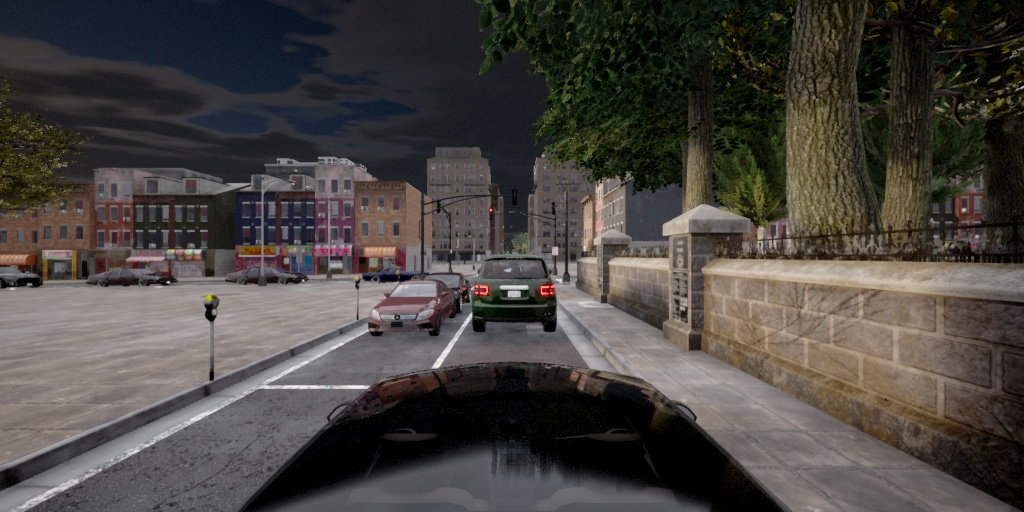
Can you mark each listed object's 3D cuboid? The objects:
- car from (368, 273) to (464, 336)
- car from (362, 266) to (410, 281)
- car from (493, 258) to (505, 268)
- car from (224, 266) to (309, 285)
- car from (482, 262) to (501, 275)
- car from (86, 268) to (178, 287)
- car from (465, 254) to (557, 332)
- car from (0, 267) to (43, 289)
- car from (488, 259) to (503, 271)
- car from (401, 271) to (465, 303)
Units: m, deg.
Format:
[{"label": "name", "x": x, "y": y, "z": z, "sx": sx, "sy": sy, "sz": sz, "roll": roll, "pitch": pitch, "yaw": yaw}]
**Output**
[{"label": "car", "x": -2.632, "y": 1.331, "z": 10.295, "sx": 1.802, "sy": 1.307, "sz": 4.207, "roll": 0, "pitch": 0, "yaw": 0}, {"label": "car", "x": -8.539, "y": 1.425, "z": 26.881, "sx": 4.718, "sy": 1.301, "sz": 1.895, "roll": -1, "pitch": 0, "yaw": 0}, {"label": "car", "x": -2.240, "y": 1.213, "z": 61.599, "sx": 1.882, "sy": 1.535, "sz": 5.008, "roll": 0, "pitch": 0, "yaw": 0}, {"label": "car", "x": -18.300, "y": 1.482, "z": 26.855, "sx": 5.357, "sy": 1.411, "sz": 2.033, "roll": -1, "pitch": 0, "yaw": 0}, {"label": "car", "x": -2.252, "y": 1.342, "z": 40.744, "sx": 1.895, "sy": 1.301, "sz": 4.718, "roll": 0, "pitch": 0, "yaw": 0}, {"label": "car", "x": -28.374, "y": 1.623, "z": 26.828, "sx": 5.357, "sy": 1.411, "sz": 2.033, "roll": -1, "pitch": 0, "yaw": 0}, {"label": "car", "x": 0.082, "y": 0.971, "z": 10.973, "sx": 2.150, "sy": 2.045, "sz": 5.566, "roll": 0, "pitch": 0, "yaw": 1}, {"label": "car", "x": -38.333, "y": 1.597, "z": 26.821, "sx": 4.553, "sy": 1.767, "sz": 2.097, "roll": -1, "pitch": 0, "yaw": 0}, {"label": "car", "x": -2.258, "y": 1.216, "z": 51.157, "sx": 1.882, "sy": 1.535, "sz": 5.008, "roll": 0, "pitch": 0, "yaw": 0}, {"label": "car", "x": -2.629, "y": 1.315, "z": 13.958, "sx": 1.948, "sy": 1.339, "sz": 4.313, "roll": 0, "pitch": 0, "yaw": 0}]
